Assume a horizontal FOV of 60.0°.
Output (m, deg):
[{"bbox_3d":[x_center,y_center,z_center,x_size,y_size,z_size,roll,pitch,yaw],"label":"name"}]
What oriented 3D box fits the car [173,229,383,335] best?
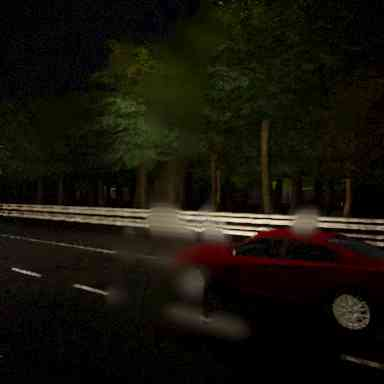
[{"bbox_3d":[1.876,1.497,6.830,5.008,1.535,1.882,0,0,36],"label":"car"}]
